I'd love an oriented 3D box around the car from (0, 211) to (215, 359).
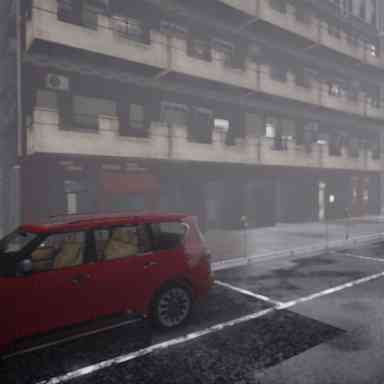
[{"bbox_3d":[-1.924,1.296,5.183,5.009,1.841,2.192,-1,1,-36],"label":"car"}]
